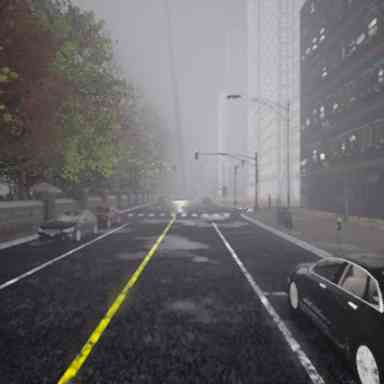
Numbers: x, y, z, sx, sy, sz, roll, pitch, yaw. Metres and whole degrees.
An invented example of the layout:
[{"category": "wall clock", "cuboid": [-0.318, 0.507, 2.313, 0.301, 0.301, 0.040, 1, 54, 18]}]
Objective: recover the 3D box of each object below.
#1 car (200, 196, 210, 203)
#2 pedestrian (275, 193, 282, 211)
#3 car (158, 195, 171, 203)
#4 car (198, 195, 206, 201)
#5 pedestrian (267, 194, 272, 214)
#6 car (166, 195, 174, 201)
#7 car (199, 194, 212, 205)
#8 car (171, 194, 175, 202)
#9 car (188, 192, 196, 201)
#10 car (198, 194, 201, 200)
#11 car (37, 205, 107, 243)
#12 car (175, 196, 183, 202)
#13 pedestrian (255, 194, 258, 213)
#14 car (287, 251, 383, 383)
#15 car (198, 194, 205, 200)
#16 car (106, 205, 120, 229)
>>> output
[{"category": "car", "cuboid": [2.685, 1.525, 70.621, 1.947, 1.339, 4.313, 0, 0, 0]}, {"category": "pedestrian", "cuboid": [8.132, 0.998, 31.312, 0.375, 1.860, 0.375, 0, 0, 0]}, {"category": "car", "cuboid": [-5.695, 1.541, 64.987, 1.802, 1.307, 4.206, 0, 0, 0]}, {"category": "car", "cuboid": [2.685, 1.508, 87.518, 1.887, 1.381, 4.507, 0, 0, 0]}, {"category": "pedestrian", "cuboid": [7.131, 1.074, 30.712, 0.375, 1.860, 0.375, 0, 0, 0]}, {"category": "car", "cuboid": [-5.695, 1.489, 87.348, 1.752, 1.417, 4.829, 0, 0, 0]}, {"category": "car", "cuboid": [2.686, 1.526, 59.355, 1.947, 1.339, 4.313, 0, 0, 0]}, {"category": "car", "cuboid": [-5.695, 1.400, 76.253, 1.967, 1.590, 4.097, 0, 0, 0]}, {"category": "car", "cuboid": [-0.008, 1.493, 86.225, 2.033, 1.411, 5.357, 0, 0, 0]}, {"category": "car", "cuboid": [2.686, 1.525, 64.988, 1.947, 1.339, 4.313, 0, 0, 0]}, {"category": "car", "cuboid": [-5.768, 1.534, 15.896, 2.008, 1.369, 4.403, 0, 0, 0]}, {"category": "car", "cuboid": [-3.007, 1.513, 76.797, 1.994, 1.385, 4.181, 0, 0, 0]}, {"category": "pedestrian", "cuboid": [6.131, 1.103, 31.912, 0.375, 1.860, 0.375, 0, 0, 0]}, {"category": "car", "cuboid": [2.690, 1.545, 4.823, 2.008, 1.369, 4.403, 0, 0, 0]}, {"category": "car", "cuboid": [2.684, 1.406, 93.150, 1.967, 1.590, 4.097, 0, 0, 0]}, {"category": "car", "cuboid": [-5.820, 1.523, 21.436, 1.887, 1.381, 4.507, 0, 0, 0]}]
